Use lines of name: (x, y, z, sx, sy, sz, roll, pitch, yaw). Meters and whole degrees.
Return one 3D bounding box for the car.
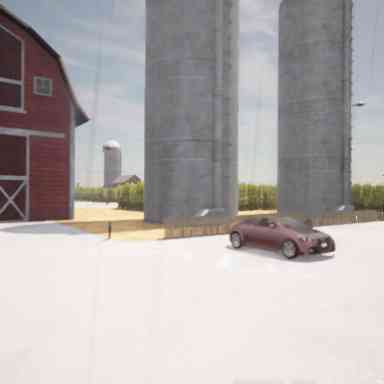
car: (3.417, 1.652, 13.134, 1.994, 1.381, 4.181, 1, 0, -36)
